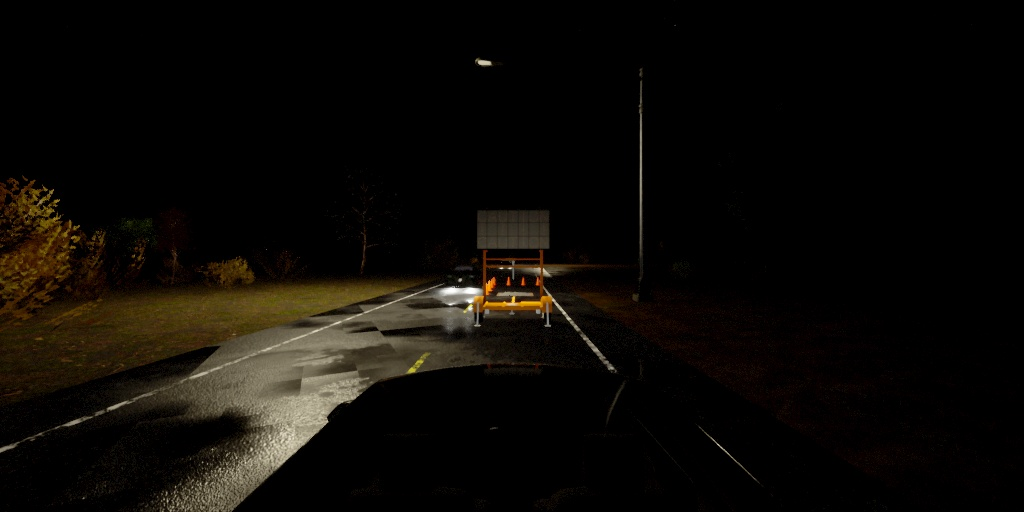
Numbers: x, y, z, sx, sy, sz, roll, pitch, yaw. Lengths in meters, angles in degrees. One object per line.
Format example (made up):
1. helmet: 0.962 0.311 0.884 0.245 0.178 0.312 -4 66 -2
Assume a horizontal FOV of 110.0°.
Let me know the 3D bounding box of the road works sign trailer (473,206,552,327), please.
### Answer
1. road works sign trailer: 0.042 0.214 11.569 2.380 3.560 2.880 0 0 1

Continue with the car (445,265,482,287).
1. car: -3.168 1.312 24.250 1.994 1.385 4.181 0 0 2
